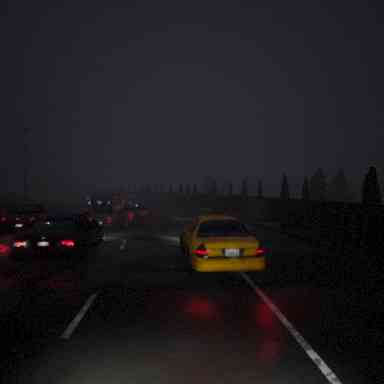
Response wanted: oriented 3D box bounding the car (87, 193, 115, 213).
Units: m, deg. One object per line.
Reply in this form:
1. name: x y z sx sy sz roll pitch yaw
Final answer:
1. car: -8.503 0.943 30.386 2.097 1.767 4.553 0 1 -17

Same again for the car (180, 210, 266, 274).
1. car: 0.652 1.319 10.095 1.801 1.575 5.366 0 1 -6

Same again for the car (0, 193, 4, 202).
1. car: -29.727 0.867 50.487 2.033 1.411 5.357 0 1 -32

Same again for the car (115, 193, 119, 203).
1. car: -11.019 0.881 46.227 1.837 1.490 4.892 0 0 -27

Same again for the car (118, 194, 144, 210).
1. car: -6.153 1.062 34.499 1.812 1.442 4.674 0 1 -20

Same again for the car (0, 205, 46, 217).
1. car: -9.008 1.348 18.672 1.895 1.301 4.718 0 1 -11

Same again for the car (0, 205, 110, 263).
1. car: -4.255 1.394 11.317 2.033 1.411 5.357 0 1 -7
